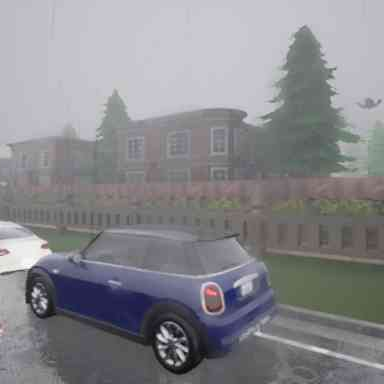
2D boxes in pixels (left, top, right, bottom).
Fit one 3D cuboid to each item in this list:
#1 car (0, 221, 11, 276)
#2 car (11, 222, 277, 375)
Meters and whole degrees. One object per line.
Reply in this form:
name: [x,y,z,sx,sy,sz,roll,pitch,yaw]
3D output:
car: [-5.838,1.541,9.406,4.674,1.442,1.812,0,0,36]
car: [-0.956,1.358,5.866,4.553,1.767,2.097,0,0,36]
